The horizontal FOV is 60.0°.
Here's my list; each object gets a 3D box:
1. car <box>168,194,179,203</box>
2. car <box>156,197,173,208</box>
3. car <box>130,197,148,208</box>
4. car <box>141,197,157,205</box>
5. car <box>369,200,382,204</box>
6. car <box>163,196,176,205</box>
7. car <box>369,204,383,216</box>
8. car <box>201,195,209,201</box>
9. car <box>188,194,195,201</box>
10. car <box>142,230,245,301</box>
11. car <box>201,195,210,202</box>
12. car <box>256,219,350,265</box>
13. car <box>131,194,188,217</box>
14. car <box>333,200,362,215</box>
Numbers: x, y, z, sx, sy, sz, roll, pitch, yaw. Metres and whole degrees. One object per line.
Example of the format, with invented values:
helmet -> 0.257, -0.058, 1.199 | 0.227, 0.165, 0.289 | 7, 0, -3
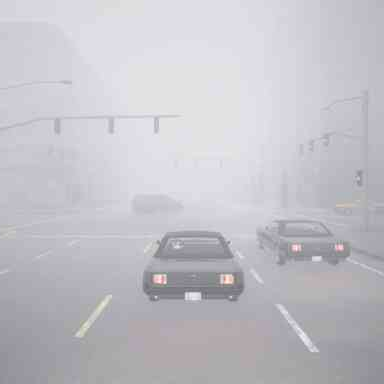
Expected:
car -> -3.841, 1.355, 70.054 | 2.097, 1.767, 4.553 | 0, 0, 1
car -> -4.079, 1.547, 50.240 | 2.033, 1.411, 5.357 | 0, 0, 0
car -> -7.560, 1.505, 47.830 | 1.837, 1.490, 4.892 | 0, 0, 0
car -> -7.533, 1.547, 58.398 | 2.033, 1.411, 5.357 | 0, 0, 0
car -> 19.245, 1.547, 30.761 | 4.902, 1.511, 2.128 | 0, 0, 0
car -> -4.001, 1.504, 60.083 | 1.837, 1.490, 4.892 | 0, 0, 1
car -> 3.592, 1.221, 1.882 | 2.150, 2.045, 5.566 | 0, 0, 0
car -> 3.318, 1.552, 87.362 | 1.994, 1.385, 4.181 | 0, 0, 1
car -> -0.183, 1.355, 87.230 | 2.097, 1.767, 4.553 | 0, 0, 1
car -> 0.036, 1.601, 8.246 | 1.895, 1.301, 4.718 | 0, 0, 0
car -> 3.227, 1.595, 77.387 | 1.895, 1.301, 4.718 | 0, 0, 1
car -> 3.539, 1.601, 11.634 | 1.895, 1.301, 4.718 | 0, 0, 0
car -> -3.297, 1.247, 32.095 | 2.150, 2.045, 5.566 | 1, 1, 41
car -> 17.179, 1.533, 34.261 | 5.008, 1.535, 1.882 | 0, 0, 0
